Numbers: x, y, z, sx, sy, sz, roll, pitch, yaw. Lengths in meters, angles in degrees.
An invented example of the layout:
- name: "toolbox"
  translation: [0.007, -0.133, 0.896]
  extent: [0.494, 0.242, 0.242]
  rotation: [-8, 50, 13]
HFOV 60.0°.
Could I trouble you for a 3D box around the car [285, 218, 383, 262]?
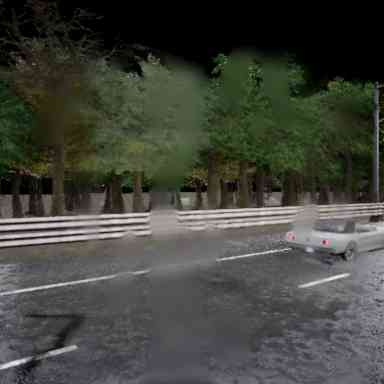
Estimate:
- name: "car"
  translation: [5.635, 1.582, 12.087]
  extent: [4.718, 1.301, 1.895]
  rotation: [0, 0, -35]
